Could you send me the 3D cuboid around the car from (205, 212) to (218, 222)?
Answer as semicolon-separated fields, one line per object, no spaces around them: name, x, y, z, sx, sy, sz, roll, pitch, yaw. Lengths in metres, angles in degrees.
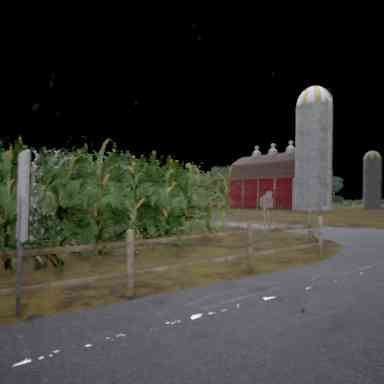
car;0.684;2.218;33.530;1.812;1.442;4.674;2;-2;-36
